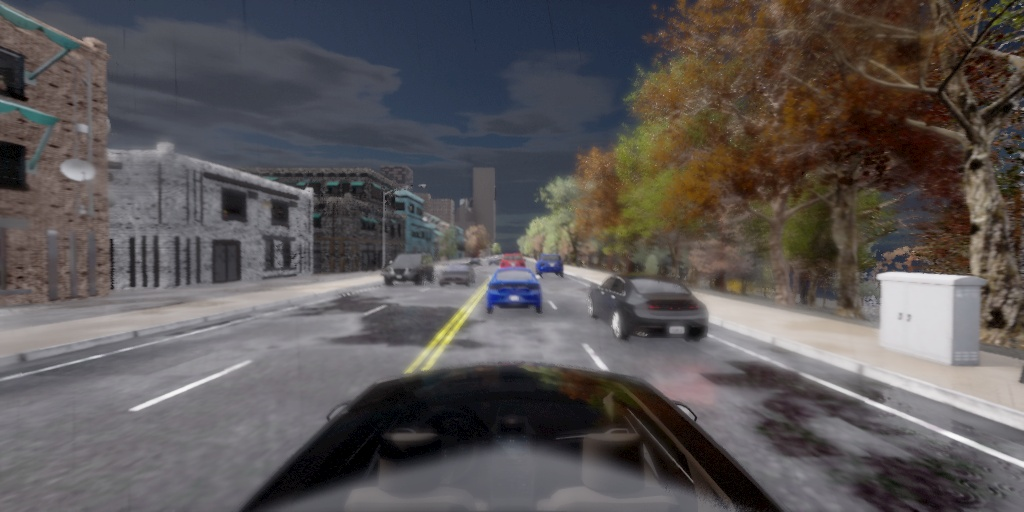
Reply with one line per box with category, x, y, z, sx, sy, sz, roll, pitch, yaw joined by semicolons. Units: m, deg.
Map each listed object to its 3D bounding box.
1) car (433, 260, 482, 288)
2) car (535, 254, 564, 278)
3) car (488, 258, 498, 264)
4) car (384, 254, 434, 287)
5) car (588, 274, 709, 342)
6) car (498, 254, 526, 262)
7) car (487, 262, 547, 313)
car;-3.346;1.206;23.174;2.033;1.411;5.357;0;0;0
car;3.358;0.843;32.257;2.150;2.045;5.566;0;0;0
car;-3.241;1.030;65.299;2.033;1.411;5.357;0;0;0
car;-6.595;0.877;23.762;2.150;2.045;5.566;0;0;0
car;3.343;1.224;9.674;1.837;1.490;4.892;0;1;0
car;0.108;0.843;32.198;2.150;2.045;5.566;0;0;0
car;0.098;1.177;13.775;1.882;1.535;5.008;0;0;0
